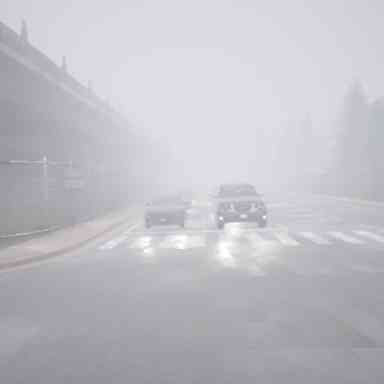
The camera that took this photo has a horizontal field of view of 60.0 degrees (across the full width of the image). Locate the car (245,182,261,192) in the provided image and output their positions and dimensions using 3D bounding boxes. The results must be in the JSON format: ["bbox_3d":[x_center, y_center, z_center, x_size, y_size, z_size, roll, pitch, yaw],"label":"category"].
[{"bbox_3d":[10.373,-0.847,57.131,1.882,1.535,5.008,-2,2,2],"label":"car"}]

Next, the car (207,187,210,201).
[{"bbox_3d":[2.486,0.479,26.510,2.128,1.511,4.902,-2,2,2],"label":"car"}]

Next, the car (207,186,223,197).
[{"bbox_3d":[3.075,-0.091,45.632,1.895,1.301,4.718,-2,2,2],"label":"car"}]

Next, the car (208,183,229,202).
[{"bbox_3d":[2.773,0.012,35.732,2.097,1.767,4.553,-2,2,2],"label":"car"}]

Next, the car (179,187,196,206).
[{"bbox_3d":[-0.959,0.583,28.354,2.033,1.411,5.357,-2,2,2],"label":"car"}]

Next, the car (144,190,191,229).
[{"bbox_3d":[-1.264,0.897,17.498,1.882,1.535,5.008,-2,2,2],"label":"car"}]

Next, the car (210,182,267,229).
[{"bbox_3d":[2.215,0.558,16.630,2.150,2.045,5.566,-2,2,2],"label":"car"}]

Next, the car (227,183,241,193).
[{"bbox_3d":[6.925,-0.646,55.317,1.837,1.490,4.892,-2,2,2],"label":"car"}]
